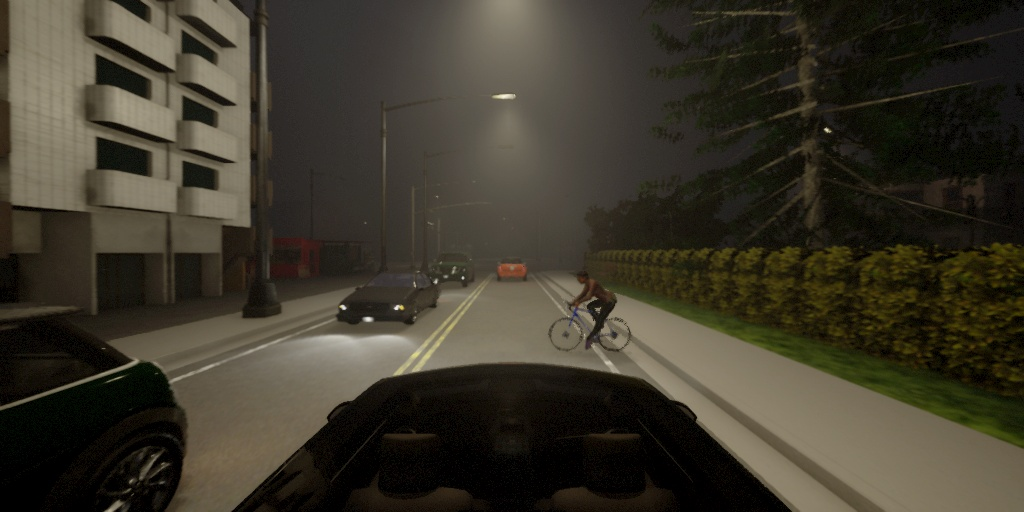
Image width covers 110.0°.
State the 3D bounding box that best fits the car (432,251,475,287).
[{"bbox_3d":[-3.577,0.736,22.326,2.150,2.045,5.566,0,1,1],"label":"car"}]

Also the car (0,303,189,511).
[{"bbox_3d":[-3.599,1.102,0.848,2.097,1.767,4.553,0,1,0],"label":"car"}]

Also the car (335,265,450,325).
[{"bbox_3d":[-3.599,1.179,11.643,2.033,1.411,5.357,0,1,0],"label":"car"}]

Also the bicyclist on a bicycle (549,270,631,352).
[{"bbox_3d":[1.563,1.110,7.165,1.656,1.620,0.582,0,1,0],"label":"bicyclist on a bicycle"}]

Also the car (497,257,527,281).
[{"bbox_3d":[0.001,0.830,26.446,2.097,1.767,4.553,0,1,0],"label":"car"}]
